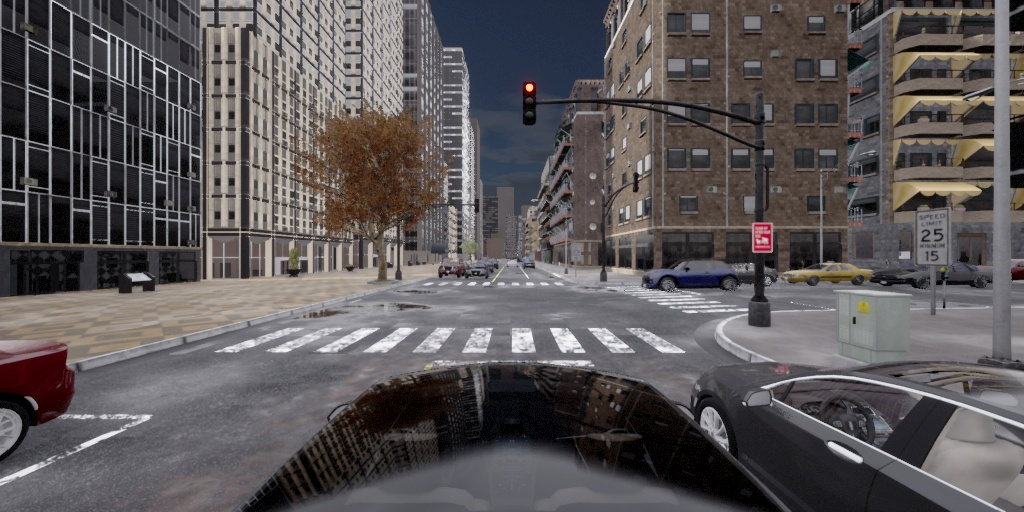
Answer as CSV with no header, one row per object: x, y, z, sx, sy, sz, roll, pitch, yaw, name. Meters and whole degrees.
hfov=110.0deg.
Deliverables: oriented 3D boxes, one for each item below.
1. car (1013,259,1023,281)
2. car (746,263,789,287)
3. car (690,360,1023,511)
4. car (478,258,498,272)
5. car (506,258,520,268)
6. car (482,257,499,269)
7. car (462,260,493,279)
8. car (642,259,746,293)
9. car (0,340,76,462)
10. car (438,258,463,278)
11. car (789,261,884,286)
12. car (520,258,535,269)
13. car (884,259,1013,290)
30.134,0.858,21.605,4.507,1.381,1.888,0,0,-1,car
13.432,1.095,21.433,4.403,1.370,2.007,0,0,-1,car
2.689,1.300,2.016,2.007,1.370,4.403,0,0,0,car
-3.105,1.318,43.523,2.033,1.411,5.357,0,0,0,car
0.095,1.317,63.595,1.812,1.442,4.674,0,0,0,car
-3.091,1.133,54.812,2.097,1.767,4.553,0,0,0,car
-3.096,1.326,32.885,1.994,1.385,4.181,0,0,1,car
9.388,0.960,19.133,4.553,1.767,2.097,-1,0,4,car
-5.692,1.295,2.015,1.888,1.381,4.507,0,0,0,car
-5.696,1.078,34.402,2.192,1.841,5.009,0,0,0,car
18.829,0.992,21.489,4.829,1.417,1.751,0,0,-1,car
2.682,1.348,56.494,1.948,1.339,4.313,0,0,0,car
22.261,0.970,18.934,5.357,1.411,2.033,-1,0,-1,car
